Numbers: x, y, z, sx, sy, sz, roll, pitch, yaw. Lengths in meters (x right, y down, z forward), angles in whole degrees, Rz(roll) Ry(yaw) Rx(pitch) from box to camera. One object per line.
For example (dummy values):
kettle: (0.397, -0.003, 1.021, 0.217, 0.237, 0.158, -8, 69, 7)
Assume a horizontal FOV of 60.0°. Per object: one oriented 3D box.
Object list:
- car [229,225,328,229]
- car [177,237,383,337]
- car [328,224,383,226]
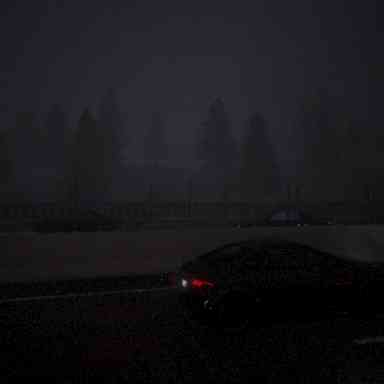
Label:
car: (4.751, 1.656, 18.009, 5.357, 1.411, 2.033, 0, 0, -10)
car: (1.805, 1.603, 6.434, 4.181, 1.385, 1.994, 0, 0, -14)
car: (9.179, 1.571, 15.122, 5.008, 1.535, 1.882, 0, 0, -7)
